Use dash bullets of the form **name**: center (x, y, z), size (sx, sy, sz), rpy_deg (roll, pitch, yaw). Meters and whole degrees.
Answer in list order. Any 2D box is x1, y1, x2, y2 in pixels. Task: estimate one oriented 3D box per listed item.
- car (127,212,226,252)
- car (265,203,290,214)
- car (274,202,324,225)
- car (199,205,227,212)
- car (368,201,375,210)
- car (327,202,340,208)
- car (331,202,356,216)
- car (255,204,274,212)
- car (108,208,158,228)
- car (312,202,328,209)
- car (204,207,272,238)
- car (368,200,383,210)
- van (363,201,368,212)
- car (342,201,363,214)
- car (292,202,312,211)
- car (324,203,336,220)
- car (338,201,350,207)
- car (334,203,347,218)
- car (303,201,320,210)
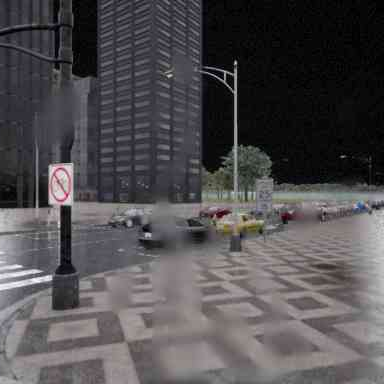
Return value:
- **car**: center (-0.517, 1.774, 14.850), size (1.947, 1.339, 4.313), rpy_deg (-1, -2, 36)
- **car**: center (12.217, 2.304, 47.369), size (2.008, 1.369, 4.403), rpy_deg (-1, -2, 36)
- **car**: center (9.317, 1.791, 28.637), size (2.192, 1.841, 5.009), rpy_deg (-1, -2, 36)
- **car**: center (2.383, 2.015, 33.590), size (1.887, 1.381, 4.507), rpy_deg (-1, -2, 36)
- **car**: center (28.990, 2.591, 56.194), size (2.008, 1.369, 4.403), rpy_deg (-1, -2, 36)
- **car**: center (31.889, 2.889, 74.931), size (1.802, 1.307, 4.206), rpy_deg (-1, -2, 36)
- **car**: center (19.153, 2.303, 42.413), size (1.887, 1.381, 4.507), rpy_deg (-1, -2, 36)
- **car**: center (8.939, 2.208, 42.776), size (2.008, 1.369, 4.403), rpy_deg (-1, -2, 36)
- **car**: center (-4.173, 1.840, 24.402), size (2.008, 1.369, 4.403), rpy_deg (-1, -1, 36)
- **car**: center (25.332, 2.671, 65.744), size (1.887, 1.381, 4.507), rpy_deg (-1, -2, 36)
- **car**: center (2.859, 1.823, 19.582), size (1.752, 1.417, 4.829), rpy_deg (-1, -2, 36)
- **car**: center (35.547, 2.538, 65.388), size (2.192, 1.841, 5.009), rpy_deg (-1, -2, 36)
- **van**: center (25.710, 2.288, 51.605), size (1.690, 1.788, 3.998), rpy_deg (-1, -2, 36)
- **car**: center (22.431, 2.294, 47.009), size (1.967, 1.590, 4.097), rpy_deg (-1, -2, 36)
- **car**: center (18.775, 2.493, 56.557), size (2.008, 1.369, 4.403), rpy_deg (-1, -2, 36)
- **car**: center (12.596, 2.113, 33.225), size (1.887, 1.381, 4.507), rpy_deg (-1, -2, 36)
- **car**: center (38.446, 3.036, 84.118), size (2.008, 1.369, 4.403), rpy_deg (-1, -1, 36)
- **car**: center (15.879, 2.245, 37.823), size (1.802, 1.307, 4.206), rpy_deg (-1, -2, 36)
- **car**: center (22.053, 2.475, 61.153), size (1.967, 1.590, 4.097), rpy_deg (-1, -2, 36)
